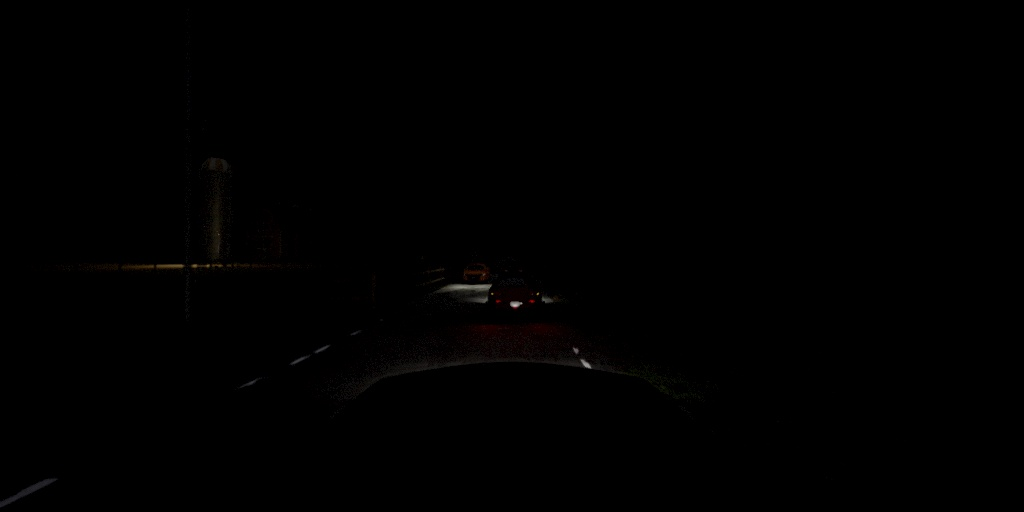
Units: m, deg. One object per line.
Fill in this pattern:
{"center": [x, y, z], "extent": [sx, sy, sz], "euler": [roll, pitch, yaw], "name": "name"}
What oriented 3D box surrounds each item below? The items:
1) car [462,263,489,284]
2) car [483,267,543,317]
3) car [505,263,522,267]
{"center": [-2.825, 1.332, 28.927], "extent": [1.882, 1.535, 5.008], "euler": [0, 0, 0], "name": "car"}
{"center": [0.101, 1.323, 13.341], "extent": [1.812, 1.442, 4.674], "euler": [0, 0, 0], "name": "car"}
{"center": [0.116, 1.347, 29.409], "extent": [2.128, 1.511, 4.902], "euler": [0, 0, 0], "name": "car"}
